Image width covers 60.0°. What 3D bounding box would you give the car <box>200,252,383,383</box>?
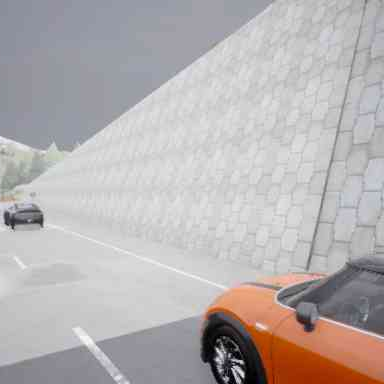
[{"bbox_3d":[2.042,1.351,3.074,2.097,1.767,4.553,0,0,-35],"label":"car"}]

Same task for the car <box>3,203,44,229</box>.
[{"bbox_3d":[-10.937,1.483,21.561,2.128,1.511,4.902,0,0,-35],"label":"car"}]
